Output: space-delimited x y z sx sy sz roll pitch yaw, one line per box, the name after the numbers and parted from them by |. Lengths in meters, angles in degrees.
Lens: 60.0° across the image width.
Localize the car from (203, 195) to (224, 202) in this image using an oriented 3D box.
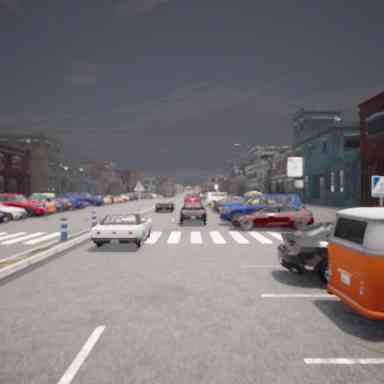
4.812 1.403 75.370 4.792 1.488 2.163 0 0 0 | car

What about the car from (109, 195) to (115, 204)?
-15.787 1.361 53.818 5.366 1.575 1.946 0 0 0 | car

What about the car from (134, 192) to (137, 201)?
-15.574 1.243 75.881 4.553 1.767 2.185 0 0 0 | car

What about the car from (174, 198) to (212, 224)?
0.081 1.446 24.127 2.128 1.511 4.902 0 0 0 | car

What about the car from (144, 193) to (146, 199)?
-15.630 1.440 89.667 4.792 1.488 2.163 0 0 0 | car

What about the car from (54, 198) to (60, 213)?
-15.534 1.311 31.761 4.553 1.767 2.185 0 0 0 | car

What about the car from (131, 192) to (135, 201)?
-15.635 1.393 73.125 4.792 1.488 2.163 0 0 0 | car

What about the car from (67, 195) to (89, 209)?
-15.574 1.403 40.034 5.008 1.535 2.097 0 0 0 | car

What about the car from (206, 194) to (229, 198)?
4.684 1.411 44.674 4.792 1.488 2.163 0 0 0 | car

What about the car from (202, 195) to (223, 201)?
4.782 1.380 78.148 4.892 1.521 2.231 0 0 0 | car

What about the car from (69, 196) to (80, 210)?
-15.572 1.454 37.277 4.674 1.452 2.002 0 0 0 | car

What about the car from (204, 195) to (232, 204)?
4.758 1.364 61.473 4.892 1.521 2.231 0 0 0 | car

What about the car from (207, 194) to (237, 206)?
4.764 1.243 53.046 4.553 1.767 2.185 0 0 0 | car

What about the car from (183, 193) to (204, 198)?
0.101 1.127 41.555 2.150 2.045 5.566 0 0 0 | car

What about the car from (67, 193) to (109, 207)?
-15.564 1.125 48.305 5.566 2.045 2.435 0 0 0 | car

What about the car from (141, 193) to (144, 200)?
-15.631 1.140 84.153 5.566 2.045 2.435 0 0 0 | car

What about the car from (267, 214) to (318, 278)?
4.696 1.467 8.550 4.892 1.521 2.231 0 0 0 | car

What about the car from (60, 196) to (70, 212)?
-15.567 1.466 34.389 4.674 1.452 2.002 0 0 0 | car

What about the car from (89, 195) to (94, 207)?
-15.586 1.432 42.792 4.674 1.452 2.002 0 0 0 | car

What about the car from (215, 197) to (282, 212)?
4.691 1.425 28.007 5.008 1.535 2.097 0 0 0 | car

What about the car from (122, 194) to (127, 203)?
-15.425 1.354 62.096 5.366 1.575 1.946 0 0 0 | car

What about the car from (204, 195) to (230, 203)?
4.787 1.393 64.253 4.792 1.488 2.163 0 0 0 | car

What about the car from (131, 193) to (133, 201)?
-15.605 1.401 70.330 4.674 1.452 2.002 0 0 0 | car

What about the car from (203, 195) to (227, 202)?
4.776 1.367 69.686 4.892 1.521 2.231 0 0 0 | car

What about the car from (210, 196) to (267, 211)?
4.694 1.410 33.683 5.008 1.535 2.097 0 0 0 | car

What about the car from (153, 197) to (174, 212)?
-2.919 1.522 37.032 1.895 1.301 4.718 0 0 0 | car

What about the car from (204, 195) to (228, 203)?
4.761 1.405 67.032 4.674 1.452 2.002 0 0 0 | car

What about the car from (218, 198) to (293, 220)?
4.682 1.433 25.228 4.892 1.521 2.231 0 0 0 | car

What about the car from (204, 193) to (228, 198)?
4.754 1.120 50.234 5.566 2.045 2.435 0 0 0 | car

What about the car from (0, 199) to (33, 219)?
-15.559 1.498 26.245 4.674 1.452 2.002 0 0 0 | car

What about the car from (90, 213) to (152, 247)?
-2.914 1.575 14.787 1.895 1.301 4.718 0 0 0 | car

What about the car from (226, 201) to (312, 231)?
4.664 1.474 19.668 4.792 1.488 2.163 0 0 0 | car

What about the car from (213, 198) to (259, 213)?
4.723 1.432 36.338 4.792 1.488 2.163 0 0 0 | car

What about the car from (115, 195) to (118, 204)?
-15.635 1.391 56.576 4.792 1.488 2.163 0 0 0 | car

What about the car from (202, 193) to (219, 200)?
4.780 1.273 86.478 4.553 1.767 2.185 0 0 0 | car

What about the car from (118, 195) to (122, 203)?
-15.795 1.355 59.333 5.366 1.575 1.946 0 0 0 | car

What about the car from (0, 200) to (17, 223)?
-15.523 1.497 23.488 4.792 1.488 2.163 0 0 0 | car

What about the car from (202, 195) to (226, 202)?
4.771 1.370 72.465 5.008 1.535 2.097 0 0 0 | car

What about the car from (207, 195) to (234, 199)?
4.678 1.417 41.896 4.792 1.488 2.163 0 0 0 | car

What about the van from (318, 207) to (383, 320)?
4.822 1.245 5.770 4.442 1.987 1.878 0 0 0 | van

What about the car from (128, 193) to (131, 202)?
-15.579 1.387 67.609 4.792 1.488 2.163 0 0 0 | car

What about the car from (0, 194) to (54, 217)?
-15.533 1.196 29.003 5.566 2.045 2.435 0 0 0 | car

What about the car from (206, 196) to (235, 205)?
4.736 1.405 55.917 4.674 1.452 2.002 0 0 0 | car
